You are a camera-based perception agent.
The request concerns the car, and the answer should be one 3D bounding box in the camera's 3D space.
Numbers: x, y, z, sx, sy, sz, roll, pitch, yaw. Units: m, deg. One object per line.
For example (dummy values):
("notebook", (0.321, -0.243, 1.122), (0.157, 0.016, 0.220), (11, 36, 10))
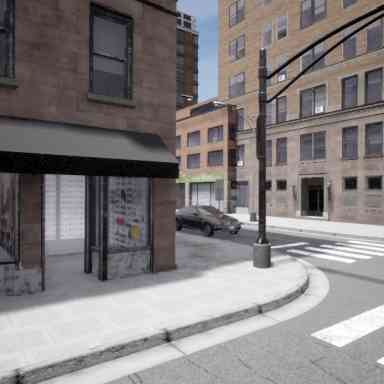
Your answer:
("car", (0.600, 1.444, 17.920), (1.812, 1.442, 4.674), (0, 0, -34))
